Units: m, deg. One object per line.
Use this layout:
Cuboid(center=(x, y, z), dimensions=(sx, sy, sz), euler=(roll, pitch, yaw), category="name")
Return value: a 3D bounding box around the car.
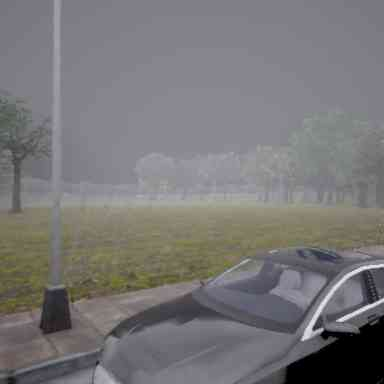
Cuboid(center=(1.311, 1.500, 4.005), dimensions=(4.902, 1.511, 2.128), euler=(0, 0, -35), category="car")
